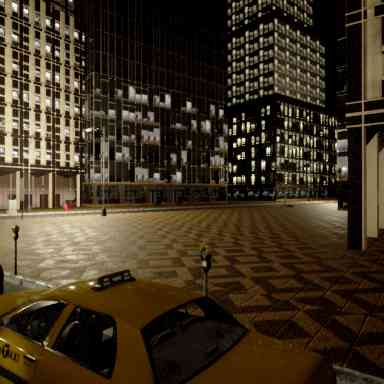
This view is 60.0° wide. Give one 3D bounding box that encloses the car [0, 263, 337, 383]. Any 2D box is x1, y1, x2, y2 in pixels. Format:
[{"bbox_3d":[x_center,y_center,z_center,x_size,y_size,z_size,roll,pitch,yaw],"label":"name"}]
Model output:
[{"bbox_3d":[-1.017,1.525,3.599,4.829,1.417,1.752,0,0,35],"label":"car"}]
